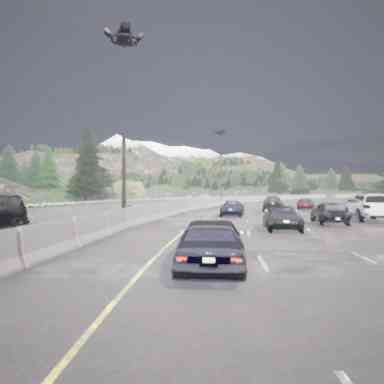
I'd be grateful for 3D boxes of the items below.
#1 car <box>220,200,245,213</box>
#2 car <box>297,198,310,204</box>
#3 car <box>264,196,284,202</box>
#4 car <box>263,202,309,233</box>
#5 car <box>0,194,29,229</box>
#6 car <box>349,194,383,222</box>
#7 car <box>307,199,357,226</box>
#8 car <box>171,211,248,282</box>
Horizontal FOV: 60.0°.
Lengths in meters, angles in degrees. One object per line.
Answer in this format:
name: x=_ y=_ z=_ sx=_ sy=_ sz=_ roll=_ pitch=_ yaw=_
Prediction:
car: x=3.692 y=1.446 z=30.109 sx=1.994 sy=1.385 sz=4.181 roll=0 pitch=0 yaw=12
car: x=13.920 y=1.435 z=40.836 sx=1.994 sy=1.385 sz=4.181 roll=0 pitch=0 yaw=18
car: x=8.905 y=1.225 z=36.361 sx=2.097 sy=1.767 sz=4.553 roll=0 pitch=0 yaw=16
car: x=5.236 y=1.498 z=19.403 sx=1.994 sy=1.385 sz=4.181 roll=0 pitch=0 yaw=8
car: x=-9.657 y=1.127 z=14.834 sx=2.150 sy=2.045 sz=5.566 roll=0 pitch=0 yaw=6
car: x=13.343 y=1.157 z=25.248 sx=2.150 sy=2.045 sz=5.566 roll=0 pitch=0 yaw=12
car: x=9.296 y=1.459 z=22.542 sx=1.812 sy=1.442 sz=4.674 roll=0 pitch=0 yaw=10
car: x=0.559 y=1.507 z=9.666 sx=2.033 sy=1.411 sz=5.357 roll=0 pitch=0 yaw=5
